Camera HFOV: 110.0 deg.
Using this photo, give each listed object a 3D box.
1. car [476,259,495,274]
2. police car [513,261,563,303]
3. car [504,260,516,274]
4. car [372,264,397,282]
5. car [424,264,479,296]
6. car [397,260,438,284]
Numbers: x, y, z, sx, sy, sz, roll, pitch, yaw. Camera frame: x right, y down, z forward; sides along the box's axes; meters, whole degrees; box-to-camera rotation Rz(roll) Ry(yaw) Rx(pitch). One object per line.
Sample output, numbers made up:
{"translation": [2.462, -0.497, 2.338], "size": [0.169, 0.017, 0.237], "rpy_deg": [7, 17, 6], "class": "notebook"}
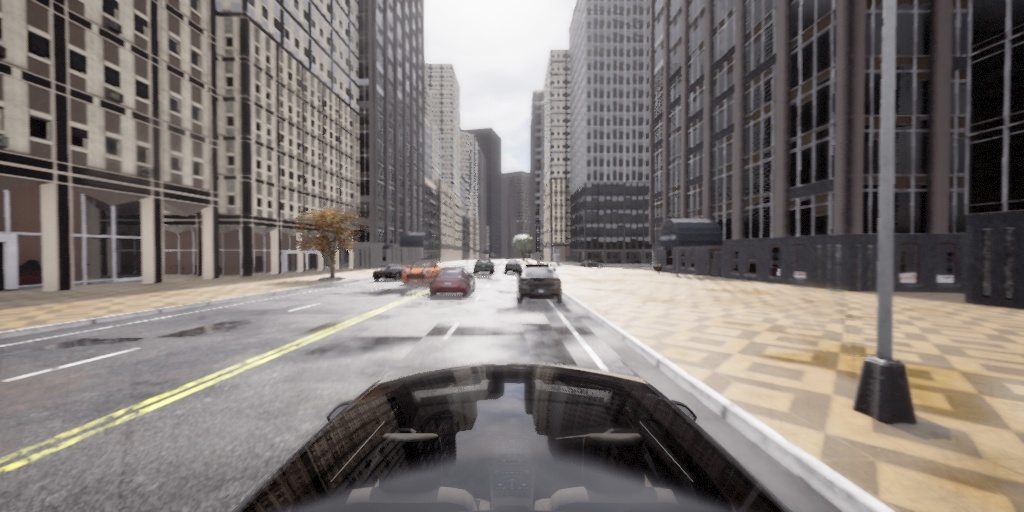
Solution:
{"translation": [-3.104, 1.105, 41.131], "size": [2.097, 1.767, 4.553], "rpy_deg": [0, 0, 0], "class": "car"}
{"translation": [1.156, 1.174, 16.659], "size": [1.930, 1.638, 5.238], "rpy_deg": [0, 0, 0], "class": "police car"}
{"translation": [0.102, 1.257, 41.836], "size": [1.837, 1.490, 4.892], "rpy_deg": [0, 1, 1], "class": "car"}
{"translation": [-9.802, 1.359, 29.581], "size": [1.895, 1.301, 4.718], "rpy_deg": [0, 0, 0], "class": "car"}
{"translation": [-3.128, 1.317, 19.443], "size": [1.994, 1.385, 4.181], "rpy_deg": [0, 0, 0], "class": "car"}
{"translation": [-6.558, 1.107, 26.570], "size": [2.097, 1.767, 4.553], "rpy_deg": [0, 0, 0], "class": "car"}
